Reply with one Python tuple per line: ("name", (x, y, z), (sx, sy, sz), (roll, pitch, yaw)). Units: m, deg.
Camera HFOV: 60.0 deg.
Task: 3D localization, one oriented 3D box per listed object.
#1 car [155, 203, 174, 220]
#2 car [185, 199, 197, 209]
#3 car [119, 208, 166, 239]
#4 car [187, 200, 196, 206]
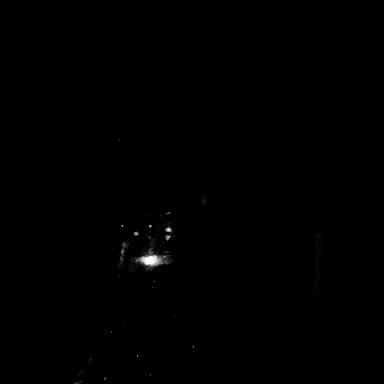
("car", (-2.808, 1.876, 32.219), (1.837, 1.490, 4.892), (0, 0, 0))
("car", (-0.109, 2.073, 59.992), (2.097, 1.767, 4.553), (0, -1, 0))
("car", (-2.796, 1.817, 18.939), (1.895, 1.301, 4.718), (0, -1, 1))
("car", (-0.144, 2.280, 70.053), (1.895, 1.301, 4.718), (0, -1, 0))
